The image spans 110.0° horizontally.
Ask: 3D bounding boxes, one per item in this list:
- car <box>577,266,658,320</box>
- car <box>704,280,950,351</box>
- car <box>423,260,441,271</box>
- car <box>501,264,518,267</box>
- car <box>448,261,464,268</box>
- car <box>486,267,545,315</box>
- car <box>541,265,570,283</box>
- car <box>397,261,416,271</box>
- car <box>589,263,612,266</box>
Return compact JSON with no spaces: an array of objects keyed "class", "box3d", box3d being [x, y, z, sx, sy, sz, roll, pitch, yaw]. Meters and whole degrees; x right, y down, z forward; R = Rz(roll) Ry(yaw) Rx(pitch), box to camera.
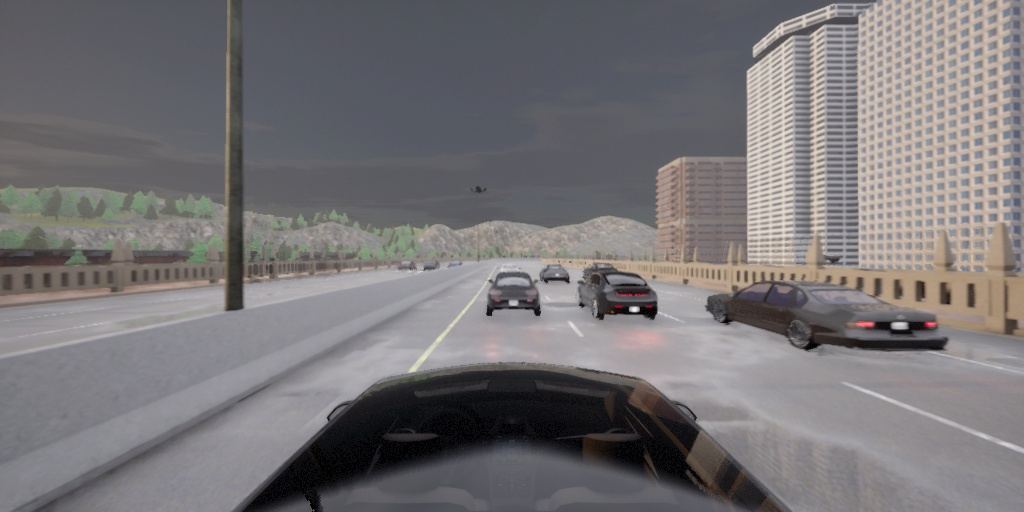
[{"class":"car","box3d":[3.552,1.280,12.810,1.837,1.490,4.892,0,0,0]},{"class":"car","box3d":[7.040,1.313,9.004,2.033,1.411,5.357,0,0,1]},{"class":"car","box3d":[-11.507,1.360,51.760,1.837,1.490,4.892,0,-1,-1]},{"class":"car","box3d":[-0.211,1.332,28.753,1.812,1.442,4.674,0,0,-1]},{"class":"car","box3d":[-8.003,1.379,51.658,1.812,1.442,4.674,0,0,-1]},{"class":"car","box3d":[0.052,1.300,13.514,1.812,1.442,4.674,0,0,0]},{"class":"car","box3d":[3.298,1.370,28.366,1.994,1.385,4.181,0,0,-1]},{"class":"car","box3d":[-14.996,1.379,51.412,1.812,1.442,4.674,0,0,-1]},{"class":"car","box3d":[6.809,1.297,27.919,2.128,1.511,4.902,0,0,-1]}]
